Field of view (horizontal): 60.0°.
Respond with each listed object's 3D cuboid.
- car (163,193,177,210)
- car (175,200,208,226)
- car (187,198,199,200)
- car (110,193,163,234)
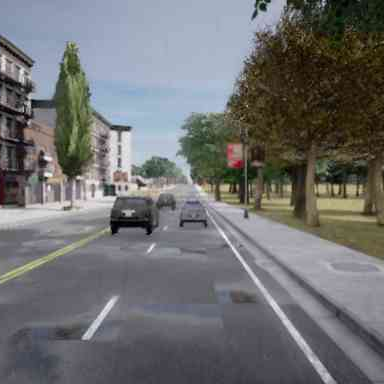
[{"bbox_3d":[-3.140,1.188,42.295,2.150,2.045,5.566,0,0,0],"label":"car"},{"bbox_3d":[0.107,1.523,23.062,2.033,1.411,5.357,0,0,0],"label":"car"},{"bbox_3d":[0.111,1.443,42.454,1.882,1.535,5.008,0,0,0],"label":"car"},{"bbox_3d":[-3.149,1.200,19.057,2.150,2.045,5.566,0,0,0],"label":"car"}]
